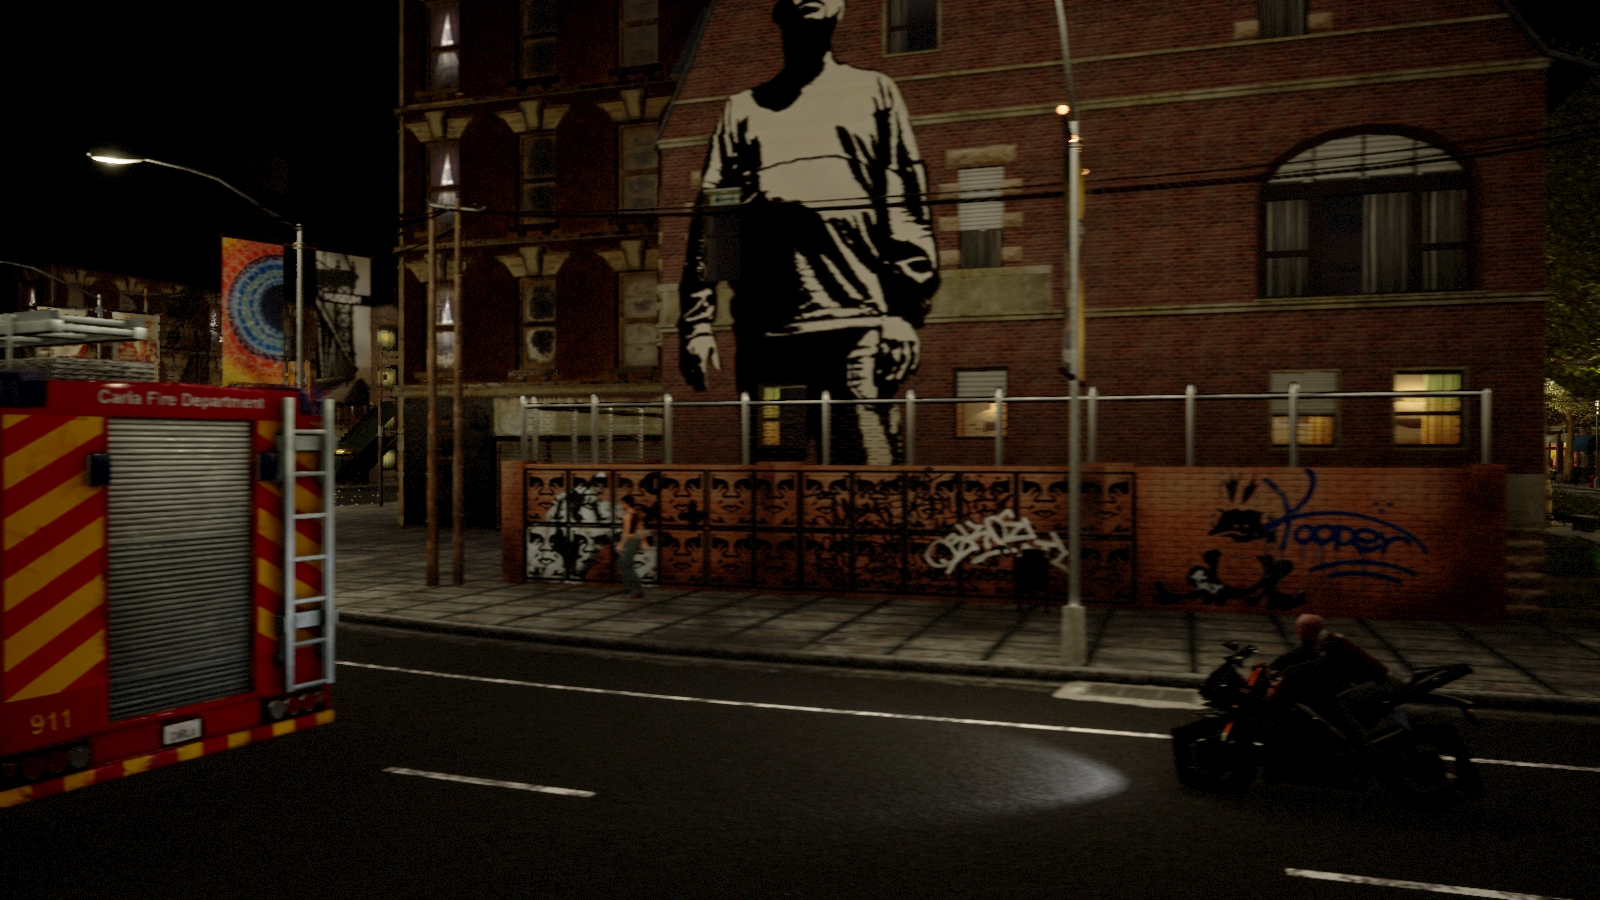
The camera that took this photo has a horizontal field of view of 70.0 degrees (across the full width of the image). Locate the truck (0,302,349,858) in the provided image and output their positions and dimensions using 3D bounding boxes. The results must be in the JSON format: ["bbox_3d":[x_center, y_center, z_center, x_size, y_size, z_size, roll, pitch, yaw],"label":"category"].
[{"bbox_3d":[-8.558,0.891,11.062,8.468,3.827,2.891,0,0,27],"label":"truck"}]

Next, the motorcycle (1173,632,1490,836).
[{"bbox_3d":[4.153,2.206,9.141,2.209,1.251,0.867,0,0,19],"label":"motorcycle"}]

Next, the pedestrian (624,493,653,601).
[{"bbox_3d":[-2.841,1.699,20.100,0.375,1.860,0.375,0,0,18],"label":"pedestrian"}]
